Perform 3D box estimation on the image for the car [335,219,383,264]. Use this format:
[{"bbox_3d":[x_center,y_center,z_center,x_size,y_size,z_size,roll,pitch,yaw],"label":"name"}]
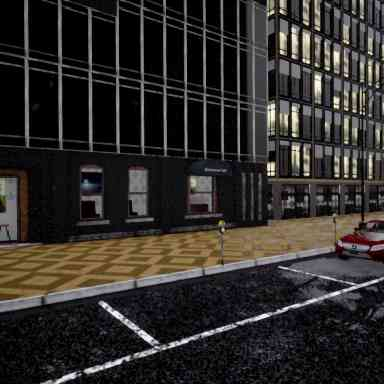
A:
[{"bbox_3d":[6.587,1.580,11.240,4.206,1.307,1.802,0,0,-35],"label":"car"}]
